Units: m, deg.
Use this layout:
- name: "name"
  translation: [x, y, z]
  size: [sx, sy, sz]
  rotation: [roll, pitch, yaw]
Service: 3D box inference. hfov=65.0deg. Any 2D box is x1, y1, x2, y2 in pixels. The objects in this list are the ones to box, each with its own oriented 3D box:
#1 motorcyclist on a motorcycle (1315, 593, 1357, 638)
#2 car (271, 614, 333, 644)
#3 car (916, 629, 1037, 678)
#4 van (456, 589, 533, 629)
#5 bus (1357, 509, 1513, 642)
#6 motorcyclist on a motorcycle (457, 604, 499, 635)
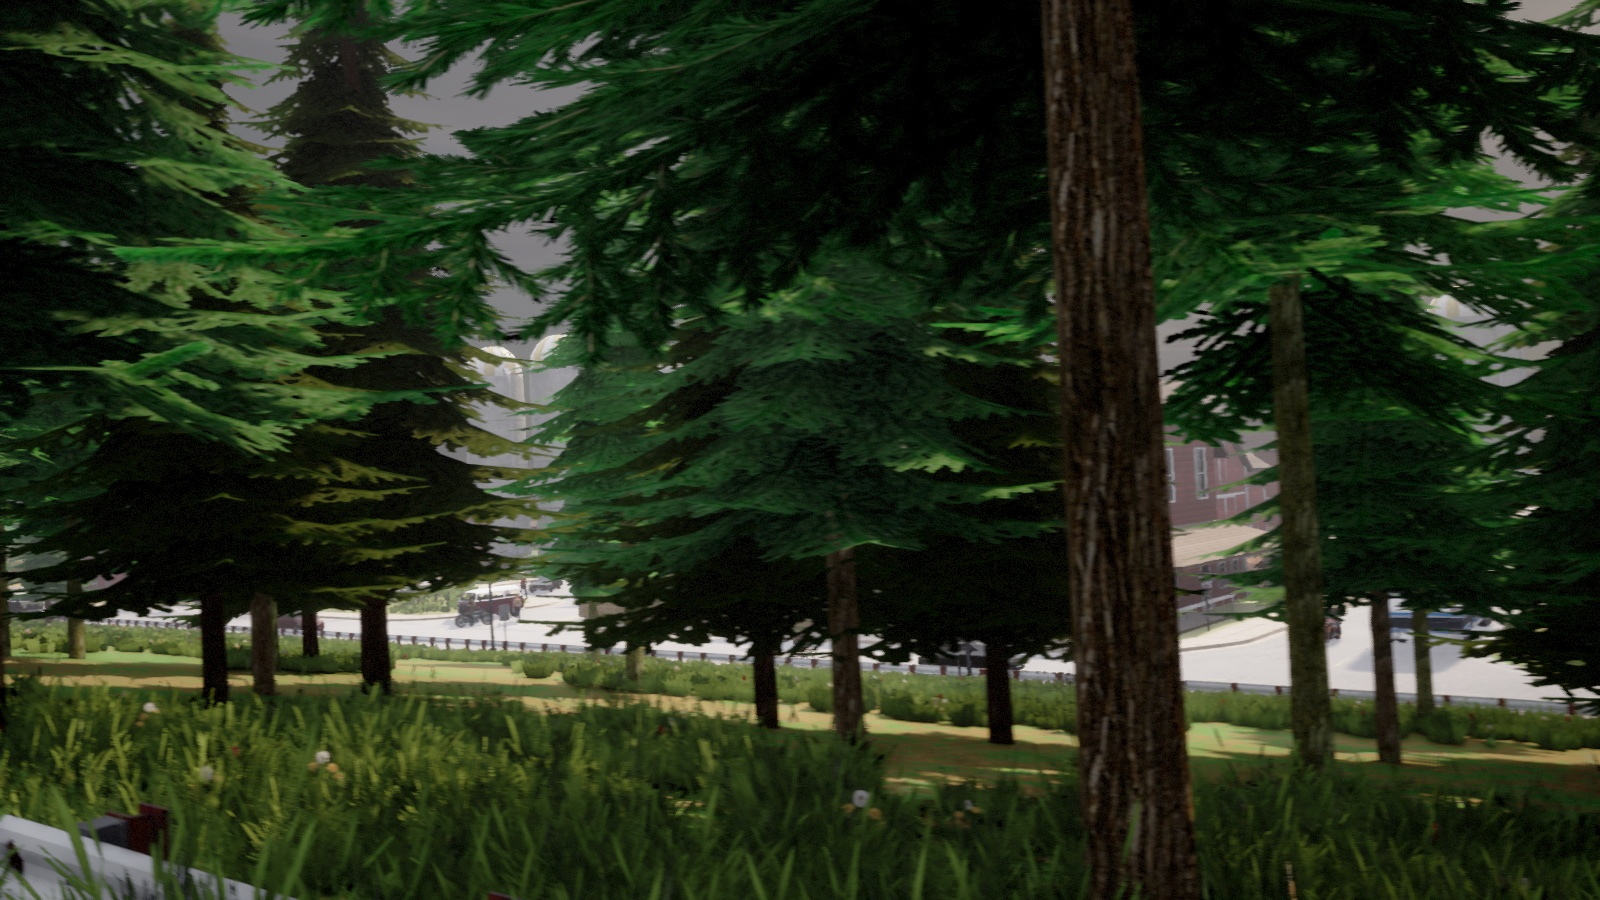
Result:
- name: "motorcyclist on a motorcycle"
  translation: [21.695, 6.661, 50.832]
  size: [0.866, 1.530, 2.191]
  rotation: [-5, -2, 39]
- name: "car"
  translation: [-31.612, 11.348, 79.744]
  size: [3.988, 1.617, 1.851]
  rotation: [-5, -2, 39]
- name: "car"
  translation: [6.791, 7.811, 48.472]
  size: [4.193, 1.474, 1.816]
  rotation: [-5, -2, 39]
- name: "van"
  translation: [-19.979, 10.387, 82.210]
  size: [2.069, 2.038, 4.480]
  rotation: [-5, -2, 37]
- name: "bus"
  translation: [26.116, 4.934, 51.288]
  size: [3.944, 4.253, 10.273]
  rotation: [-5, -2, 35]
- name: "motorcyclist on a motorcycle"
  translation: [-19.926, 10.489, 77.748]
  size: [2.350, 1.649, 0.766]
  rotation: [-3, -2, -28]
